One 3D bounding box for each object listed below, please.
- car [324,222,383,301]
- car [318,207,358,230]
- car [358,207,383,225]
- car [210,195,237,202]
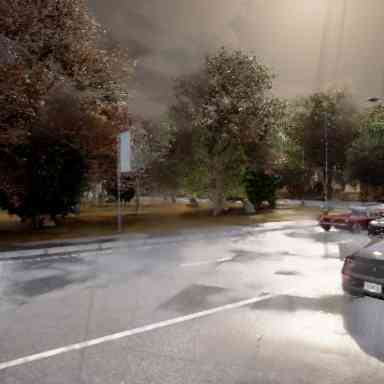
[{"bbox_3d":[5.080,1.501,7.147,4.674,1.442,1.812,0,0,-34],"label":"car"},{"bbox_3d":[9.173,1.522,18.479,4.718,1.301,1.895,0,0,-33],"label":"car"},{"bbox_3d":[9.778,1.413,14.695,5.008,1.535,1.882,0,0,-33],"label":"car"},{"bbox_3d":[5.683,1.246,64.386,2.033,1.411,5.357,-1,0,-35],"label":"car"}]
